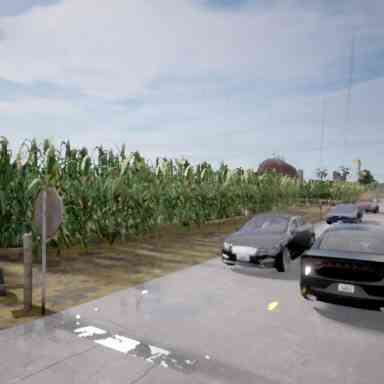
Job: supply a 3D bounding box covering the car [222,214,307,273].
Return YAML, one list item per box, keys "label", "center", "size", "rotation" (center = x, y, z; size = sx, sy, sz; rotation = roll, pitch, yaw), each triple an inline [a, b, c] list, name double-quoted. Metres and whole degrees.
- label: "car"
  center: [2.709, 1.501, 11.005]
  size: [2.128, 1.511, 4.902]
  rotation: [0, 0, 33]

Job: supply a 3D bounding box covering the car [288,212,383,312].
- label: "car"
  center: [3.962, 1.477, 7.710]
  size: [1.882, 1.535, 5.008]
  rotation: [0, 0, 33]

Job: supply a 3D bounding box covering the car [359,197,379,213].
- label: "car"
  center: [18.184, 1.362, 34.677]
  size: [2.097, 1.767, 4.553]
  rotation: [0, 0, 34]

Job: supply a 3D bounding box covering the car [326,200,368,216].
- label: "car"
  center: [10.938, 1.557, 23.639]
  size: [2.033, 1.411, 5.357]
  rotation: [0, 0, 33]
